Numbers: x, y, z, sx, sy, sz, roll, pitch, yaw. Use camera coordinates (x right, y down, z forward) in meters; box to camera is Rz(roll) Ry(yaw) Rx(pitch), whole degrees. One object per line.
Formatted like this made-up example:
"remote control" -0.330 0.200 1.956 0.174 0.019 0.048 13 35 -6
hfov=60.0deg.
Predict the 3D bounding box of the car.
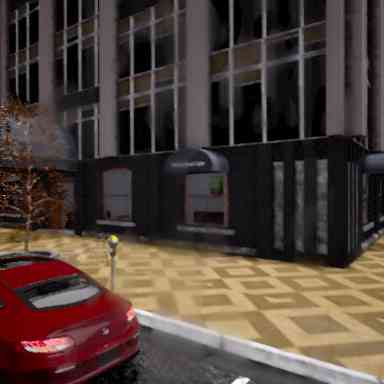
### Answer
"car" -2.575 1.590 4.711 4.206 1.307 1.802 0 0 35
